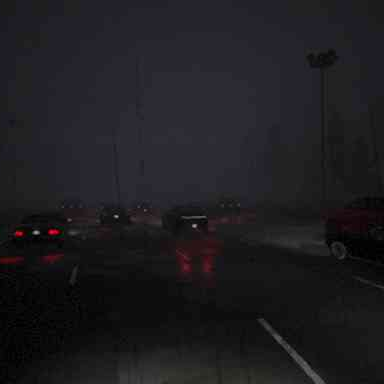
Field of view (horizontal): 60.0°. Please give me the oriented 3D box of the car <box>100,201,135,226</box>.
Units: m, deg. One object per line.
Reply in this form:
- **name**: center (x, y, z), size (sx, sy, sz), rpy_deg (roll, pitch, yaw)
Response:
- **car**: center (-5.450, 1.569, 23.516), size (1.994, 1.385, 4.181), rpy_deg (0, 0, -16)

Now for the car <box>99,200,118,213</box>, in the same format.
- **car**: center (-9.504, 1.616, 37.743), size (1.895, 1.301, 4.718), rpy_deg (0, 0, -16)

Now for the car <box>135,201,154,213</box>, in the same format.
- **car**: center (-5.424, 1.585, 36.214), size (1.895, 1.301, 4.718), rpy_deg (0, 0, -16)

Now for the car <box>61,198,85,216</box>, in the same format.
- **car**: center (-11.814, 1.394, 33.085), size (2.097, 1.767, 4.553), rpy_deg (0, 0, -16)

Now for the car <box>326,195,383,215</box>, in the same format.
- **car**: center (8.163, 1.131, 14.309), size (2.150, 2.045, 5.566), rpy_deg (0, 0, -16)

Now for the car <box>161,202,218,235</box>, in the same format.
- **car**: center (-0.512, 1.466, 18.906), size (2.128, 1.511, 4.902), rpy_deg (0, 0, -15)

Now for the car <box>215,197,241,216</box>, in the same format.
- **car**: center (2.973, 1.276, 32.310), size (2.097, 1.767, 4.553), rpy_deg (0, 0, -16)

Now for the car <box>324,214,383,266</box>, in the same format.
- **car**: center (5.908, 1.538, 9.404), size (1.895, 1.301, 4.718), rpy_deg (0, 0, -14)

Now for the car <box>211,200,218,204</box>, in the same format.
- **car**: center (0.330, 1.551, 28.840), size (1.895, 1.301, 4.718), rpy_deg (0, 0, -16)

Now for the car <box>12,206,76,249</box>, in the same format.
- **car**: center (-6.528, 1.575, 14.819), size (2.033, 1.411, 5.357), rpy_deg (0, 0, -16)
